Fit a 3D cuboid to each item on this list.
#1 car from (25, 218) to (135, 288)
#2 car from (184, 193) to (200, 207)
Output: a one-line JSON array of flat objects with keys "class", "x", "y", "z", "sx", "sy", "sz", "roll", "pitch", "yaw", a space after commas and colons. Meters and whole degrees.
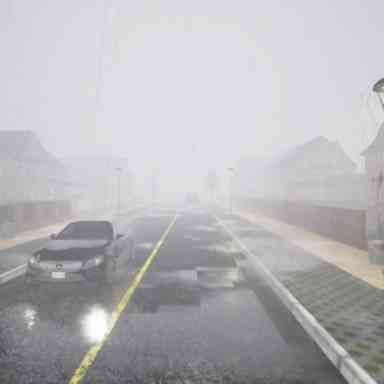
[{"class": "car", "x": -2.785, "y": 1.492, "z": 9.329, "sx": 1.812, "sy": 1.442, "sz": 4.674, "roll": 0, "pitch": 0, "yaw": 1}, {"class": "car", "x": -0.009, "y": 1.102, "z": 50.227, "sx": 2.150, "sy": 2.045, "sz": 5.566, "roll": 0, "pitch": 0, "yaw": 0}]
